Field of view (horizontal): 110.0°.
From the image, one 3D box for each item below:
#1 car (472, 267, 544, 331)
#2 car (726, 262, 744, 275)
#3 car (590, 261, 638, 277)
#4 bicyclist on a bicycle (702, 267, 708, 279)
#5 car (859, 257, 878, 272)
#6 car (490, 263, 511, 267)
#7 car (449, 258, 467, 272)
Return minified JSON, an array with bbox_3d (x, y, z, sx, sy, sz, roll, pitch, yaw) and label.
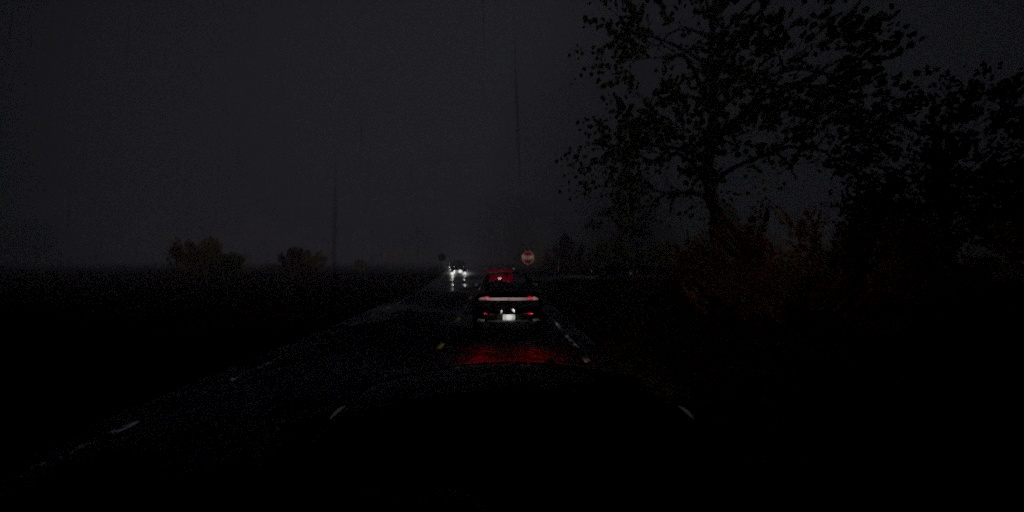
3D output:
[{"bbox_3d":[-0.161,1.251,11.006,2.128,1.511,4.902,0,0,-2],"label":"car"},{"bbox_3d":[23.113,1.324,39.200,4.902,1.511,2.128,0,0,-11],"label":"car"},{"bbox_3d":[10.444,1.313,36.821,4.892,1.490,1.837,0,0,-11],"label":"car"},{"bbox_3d":[17.223,1.259,31.636,0.582,1.620,1.656,0,0,-11],"label":"bicyclist on a bicycle"},{"bbox_3d":[40.139,1.081,39.207,5.566,2.045,2.150,0,0,-10],"label":"car"},{"bbox_3d":[-0.777,1.247,24.679,1.882,1.535,5.008,0,0,0],"label":"car"},{"bbox_3d":[-6.937,1.286,46.624,1.837,1.490,4.892,0,0,-9],"label":"car"}]
